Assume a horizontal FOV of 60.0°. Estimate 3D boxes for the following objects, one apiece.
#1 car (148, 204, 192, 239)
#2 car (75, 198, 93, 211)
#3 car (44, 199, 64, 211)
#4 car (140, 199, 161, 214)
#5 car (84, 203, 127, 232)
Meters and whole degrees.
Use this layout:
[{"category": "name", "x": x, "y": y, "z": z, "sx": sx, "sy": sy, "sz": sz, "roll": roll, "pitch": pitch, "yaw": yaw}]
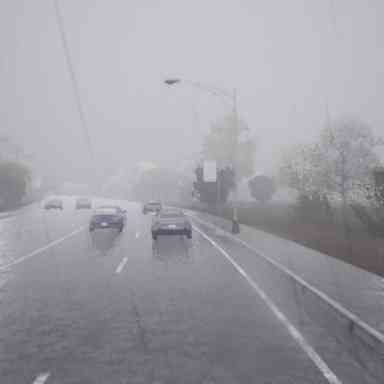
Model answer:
[{"category": "car", "x": -1.154, "y": 1.569, "z": 17.610, "sx": 1.994, "sy": 1.385, "sz": 4.181, "roll": 0, "pitch": 0, "yaw": -7}, {"category": "car", "x": -13.480, "y": 1.500, "z": 41.514, "sx": 1.882, "sy": 1.535, "sz": 5.008, "roll": 0, "pitch": 0, "yaw": -17}, {"category": "car", "x": -17.123, "y": 1.589, "z": 41.461, "sx": 1.994, "sy": 1.385, "sz": 4.181, "roll": 0, "pitch": 0, "yaw": -17}, {"category": "car", "x": -4.276, "y": 1.504, "z": 34.860, "sx": 2.128, "sy": 1.511, "sz": 4.902, "roll": 0, "pitch": 0, "yaw": -13}, {"category": "car", "x": -4.972, "y": 1.537, "z": 19.965, "sx": 1.812, "sy": 1.442, "sz": 4.674, "roll": 0, "pitch": 0, "yaw": -8}]
